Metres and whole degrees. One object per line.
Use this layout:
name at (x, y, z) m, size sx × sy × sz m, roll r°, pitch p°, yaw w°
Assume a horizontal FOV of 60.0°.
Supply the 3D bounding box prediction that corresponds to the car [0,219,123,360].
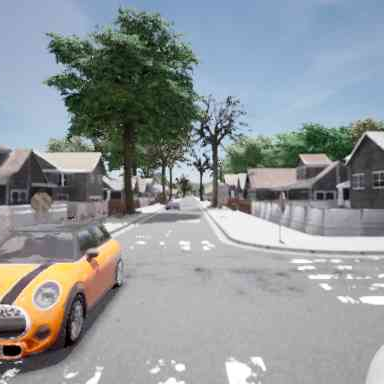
car at (-2.748, 1.408, 6.377) m, size 2.097 × 1.767 × 4.553 m, roll 0°, pitch -1°, yaw 0°

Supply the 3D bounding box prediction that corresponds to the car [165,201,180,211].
car at (-2.732, 1.991, 48.085) m, size 1.994 × 1.385 × 4.181 m, roll 0°, pitch 0°, yaw 0°
